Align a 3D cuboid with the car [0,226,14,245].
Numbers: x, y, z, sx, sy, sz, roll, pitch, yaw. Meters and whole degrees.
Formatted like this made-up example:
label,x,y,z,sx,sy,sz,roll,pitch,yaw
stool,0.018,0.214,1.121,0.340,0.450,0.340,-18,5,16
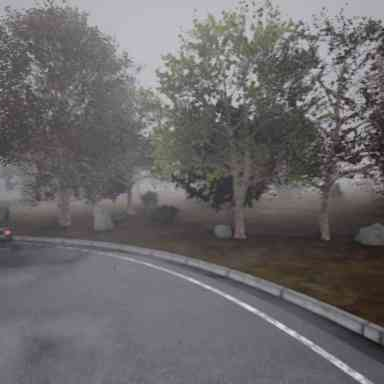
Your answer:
label,x,y,z,sx,sy,sz,roll,pitch,yaw
car,-10.282,1.811,14.322,5.357,1.411,2.033,-1,0,21
